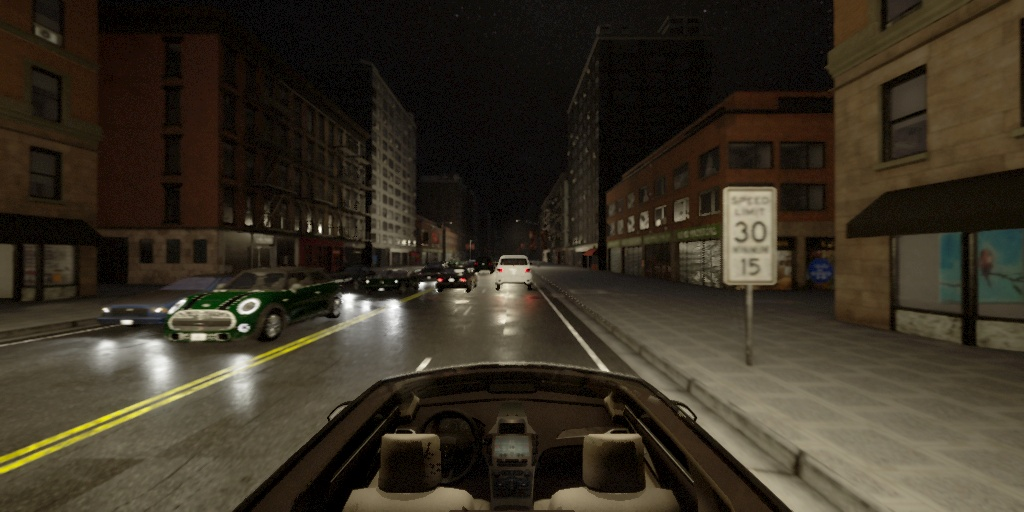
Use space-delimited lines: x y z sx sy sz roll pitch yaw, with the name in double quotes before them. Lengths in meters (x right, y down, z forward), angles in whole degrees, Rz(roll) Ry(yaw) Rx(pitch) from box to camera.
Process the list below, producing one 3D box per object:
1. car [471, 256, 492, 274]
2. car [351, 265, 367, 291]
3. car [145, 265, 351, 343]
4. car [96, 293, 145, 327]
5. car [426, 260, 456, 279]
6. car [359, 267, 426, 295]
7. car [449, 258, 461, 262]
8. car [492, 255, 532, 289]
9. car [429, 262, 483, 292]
"car" -3.149 0.984 42.102 2.150 2.045 5.566 0 0 0
"car" -9.741 1.282 21.926 1.812 1.442 4.674 0 0 0
"car" -6.564 1.105 9.767 2.097 1.767 4.553 0 0 0
"car" -9.797 1.301 11.797 2.033 1.411 5.357 0 0 0
"car" -6.488 1.306 30.638 2.033 1.411 5.357 0 0 0
"car" -6.492 1.356 20.040 1.895 1.301 4.718 0 0 0
"car" -9.728 1.139 60.023 2.097 1.767 4.553 0 0 0
"car" 0.109 0.978 23.035 2.150 2.045 5.566 0 0 0
"car" -3.140 1.303 21.117 2.033 1.411 5.357 0 0 0
